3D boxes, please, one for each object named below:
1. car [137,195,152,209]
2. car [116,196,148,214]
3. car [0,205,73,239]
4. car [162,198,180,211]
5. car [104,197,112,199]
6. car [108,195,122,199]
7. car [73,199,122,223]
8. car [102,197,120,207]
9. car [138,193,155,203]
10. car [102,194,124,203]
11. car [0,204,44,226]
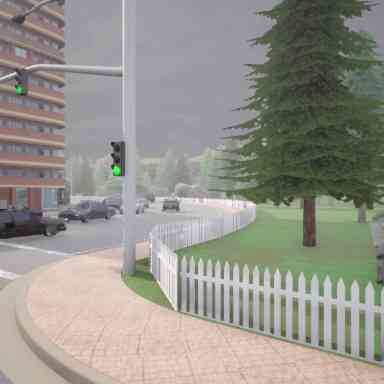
[{"bbox_3d":[-6.925,1.470,44.918,1.812,1.442,4.674,0,0,-13],"label":"car"},{"bbox_3d":[-6.169,1.470,34.727,1.812,1.442,4.674,0,0,3],"label":"car"},{"bbox_3d":[-8.410,1.490,15.067,2.033,1.411,5.357,0,0,31],"label":"car"},{"bbox_3d":[-2.443,1.436,38.818,2.128,1.511,4.902,0,0,-2],"label":"car"},{"bbox_3d":[-9.882,1.492,31.835,2.033,1.411,5.357,0,0,8],"label":"car"},{"bbox_3d":[-9.795,1.492,41.909,2.033,1.411,5.357,0,0,-7],"label":"car"},{"bbox_3d":[-7.798,1.492,25.283,2.033,1.411,5.357,0,0,17],"label":"car"},{"bbox_3d":[-12.649,1.508,51.565,1.994,1.385,4.181,0,0,-24],"label":"car"},{"bbox_3d":[-9.583,1.166,66.430,2.150,2.045,5.566,0,0,-40],"label":"car"},{"bbox_3d":[-16.079,1.297,67.987,4.553,1.767,2.097,0,0,41],"label":"car"},{"bbox_3d":[-12.683,1.545,22.602,1.895,1.301,4.718,0,0,23],"label":"car"}]
